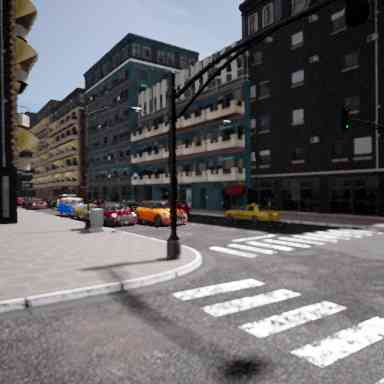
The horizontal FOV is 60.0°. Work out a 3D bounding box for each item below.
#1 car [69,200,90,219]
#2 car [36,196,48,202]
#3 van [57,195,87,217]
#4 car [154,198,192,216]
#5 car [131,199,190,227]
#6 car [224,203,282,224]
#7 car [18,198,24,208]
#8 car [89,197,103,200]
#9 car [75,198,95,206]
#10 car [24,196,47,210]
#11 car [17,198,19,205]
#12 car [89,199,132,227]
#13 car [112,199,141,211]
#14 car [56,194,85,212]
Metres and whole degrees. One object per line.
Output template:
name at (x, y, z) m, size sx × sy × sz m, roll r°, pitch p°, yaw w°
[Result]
car at (-8.712, 1.658, 28.477) m, size 1.752 × 1.417 × 4.829 m, roll -1°, pitch 1°, yaw -36°
car at (-37.390, 1.739, 83.016) m, size 1.887 × 1.381 × 4.507 m, roll -1°, pitch 1°, yaw -36°
van at (-12.032, 1.489, 33.116) m, size 1.690 × 1.788 × 3.998 m, roll -1°, pitch 1°, yaw -36°
car at (-1.995, 1.452, 33.486) m, size 1.967 × 1.590 × 4.097 m, roll -1°, pitch 1°, yaw -36°
car at (-2.242, 1.428, 23.876) m, size 2.097 × 1.767 × 4.553 m, roll -1°, pitch 0°, yaw -36°
car at (4.343, 1.509, 24.620) m, size 1.752 × 1.417 × 4.829 m, roll -1°, pitch 1°, yaw -36°
car at (-24.900, 1.776, 51.128) m, size 1.947 × 1.339 × 4.313 m, roll -1°, pitch 1°, yaw -36°
car at (-14.867, 1.513, 51.496) m, size 1.967 × 1.590 × 4.097 m, roll -1°, pitch 1°, yaw -36°
car at (-18.083, 1.655, 56.000) m, size 1.947 × 1.339 × 4.313 m, roll -1°, pitch 1°, yaw -36°
car at (-21.684, 1.634, 46.625) m, size 1.967 × 1.590 × 4.097 m, roll -1°, pitch 1°, yaw -36°
car at (-31.336, 1.789, 60.133) m, size 1.887 × 1.381 × 4.507 m, roll -1°, pitch 1°, yaw -36°
car at (-5.595, 1.559, 24.112) m, size 1.967 × 1.590 × 4.097 m, roll -1°, pitch 1°, yaw -36°
car at (-8.429, 1.593, 42.492) m, size 2.008 × 1.369 × 4.403 m, roll -1°, pitch 1°, yaw -36°
car at (-15.718, 1.360, 42.781) m, size 2.150 × 2.045 × 5.566 m, roll -1°, pitch 0°, yaw -35°
